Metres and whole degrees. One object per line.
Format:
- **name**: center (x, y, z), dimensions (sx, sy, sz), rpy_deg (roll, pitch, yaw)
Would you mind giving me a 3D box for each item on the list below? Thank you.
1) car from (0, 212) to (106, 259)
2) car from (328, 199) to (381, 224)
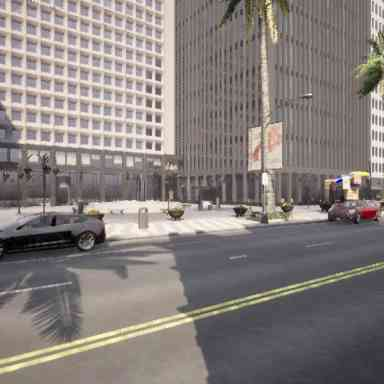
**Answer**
- **car**: center (-5.633, 1.510, 12.369), dimensions (4.786, 1.482, 2.161), rpy_deg (0, 0, -36)
- **car**: center (12.264, 1.351, 25.046), dimensions (4.553, 1.767, 2.185), rpy_deg (0, 0, -36)
